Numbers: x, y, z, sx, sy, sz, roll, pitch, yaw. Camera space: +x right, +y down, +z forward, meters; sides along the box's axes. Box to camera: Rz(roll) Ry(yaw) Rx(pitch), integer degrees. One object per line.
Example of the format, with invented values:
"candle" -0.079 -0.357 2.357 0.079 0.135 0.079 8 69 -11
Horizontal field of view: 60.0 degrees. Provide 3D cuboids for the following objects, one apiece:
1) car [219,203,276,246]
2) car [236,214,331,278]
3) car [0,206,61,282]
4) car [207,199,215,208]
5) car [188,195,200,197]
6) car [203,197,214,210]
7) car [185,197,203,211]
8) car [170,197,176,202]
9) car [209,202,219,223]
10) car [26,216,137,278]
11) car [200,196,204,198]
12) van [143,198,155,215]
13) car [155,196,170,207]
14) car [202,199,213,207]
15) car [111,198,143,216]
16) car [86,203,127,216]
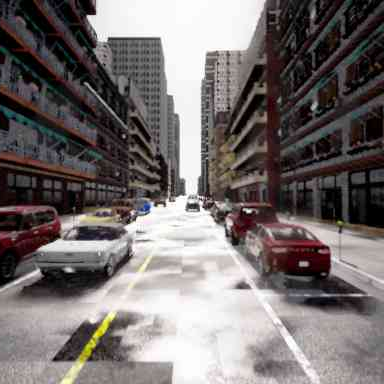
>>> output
"car" 2.713 1.430 15.807 2.192 1.841 5.009 1 0 0
"car" 2.707 1.620 10.266 1.887 1.381 4.507 1 0 0
"car" -5.669 1.390 10.216 2.192 1.841 5.009 1 0 0
"car" 2.713 1.760 32.597 1.752 1.417 4.829 1 0 0
"car" 0.120 1.656 61.582 2.150 2.045 5.566 0 -1 -1
"car" 2.716 1.895 49.047 1.887 1.381 4.507 1 0 0
"car" 0.112 1.828 47.096 2.128 1.511 4.902 0 0 0
"car" -5.621 2.205 93.318 2.008 1.369 4.403 1 0 0
"car" 2.711 1.744 26.886 2.008 1.369 4.403 1 0 0
"car" -3.092 1.679 10.603 1.895 1.301 4.718 0 0 0
"car" 2.722 1.704 54.590 2.192 1.841 5.009 1 0 0
"van" -5.663 1.613 37.918 1.690 1.788 3.998 1 0 0
"car" -5.658 1.742 60.079 2.192 1.841 5.009 1 0 0
"car" 2.718 2.009 60.128 1.802 1.307 4.206 1 0 0
"car" -5.665 1.509 26.837 2.192 1.841 5.009 1 0 0
"car" -5.671 1.678 21.126 1.752 1.417 4.829 1 0 0
